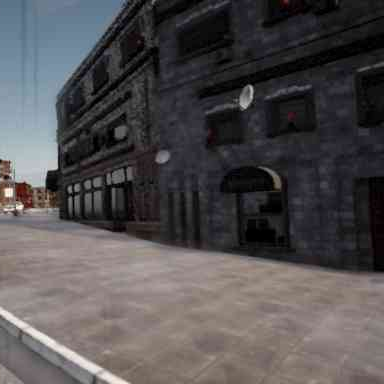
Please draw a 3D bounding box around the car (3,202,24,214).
[{"bbox_3d":[-32.067,2.774,59.961,2.150,2.045,5.566,-2,-1,-13],"label":"car"}]
